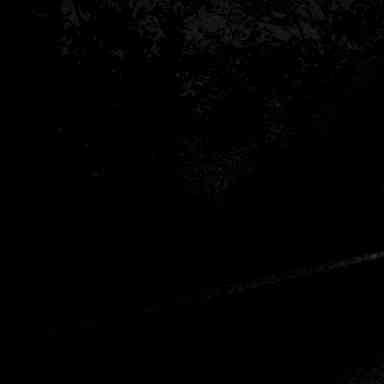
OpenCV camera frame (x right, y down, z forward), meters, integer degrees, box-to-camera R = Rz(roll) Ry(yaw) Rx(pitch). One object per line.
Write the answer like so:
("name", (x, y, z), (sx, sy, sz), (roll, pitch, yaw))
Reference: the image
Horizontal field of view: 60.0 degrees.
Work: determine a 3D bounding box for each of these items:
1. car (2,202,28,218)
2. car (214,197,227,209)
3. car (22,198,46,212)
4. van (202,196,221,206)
("car", (-21.475, 2.305, 39.752), (1.946, 1.575, 5.366), (0, 0, -36))
("car", (5.647, 2.023, 59.096), (2.435, 2.045, 5.566), (-1, 0, -36))
("car", (-25.252, 2.059, 52.967), (2.435, 2.045, 5.566), (0, 0, -36))
("van", (4.372, 1.992, 74.205), (1.878, 1.987, 4.442), (-1, 0, -36))
